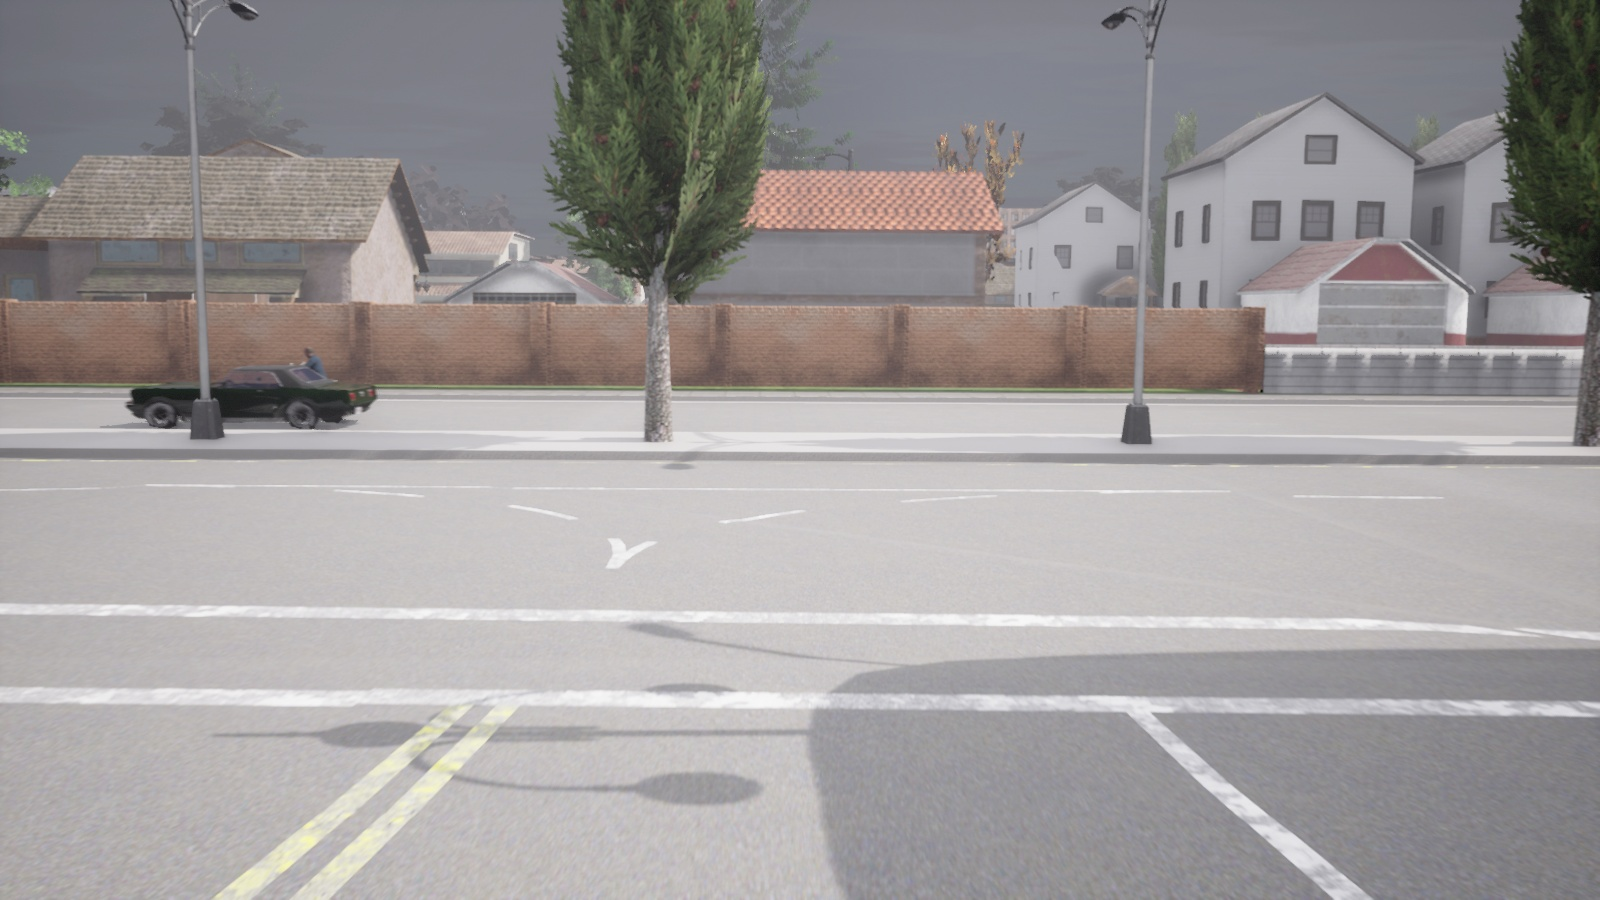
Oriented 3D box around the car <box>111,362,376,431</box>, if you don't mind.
[{"bbox_3d":[-11.657,-1.162,26.576,4.718,1.301,1.895,0,6,-1],"label":"car"}]
